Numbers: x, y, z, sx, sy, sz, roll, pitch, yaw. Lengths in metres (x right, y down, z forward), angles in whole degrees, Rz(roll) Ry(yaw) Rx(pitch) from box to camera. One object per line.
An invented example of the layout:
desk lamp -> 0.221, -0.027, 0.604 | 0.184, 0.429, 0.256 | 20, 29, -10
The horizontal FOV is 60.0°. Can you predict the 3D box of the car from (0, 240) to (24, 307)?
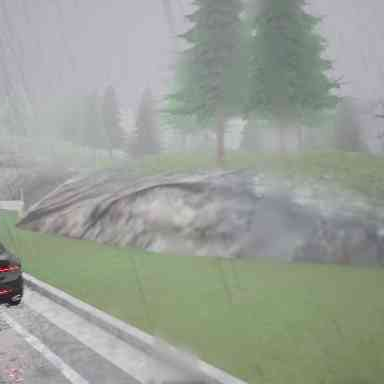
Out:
car -> -5.167, 1.551, 7.098 | 1.837, 1.490, 4.892 | -1, 1, -44
